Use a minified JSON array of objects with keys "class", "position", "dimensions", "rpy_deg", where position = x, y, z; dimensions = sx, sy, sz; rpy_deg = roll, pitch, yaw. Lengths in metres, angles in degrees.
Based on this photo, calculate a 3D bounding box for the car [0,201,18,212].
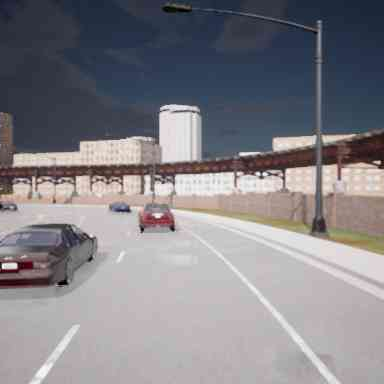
[{"class":"car","position":[-26.532,2.044,47.814],"dimensions":[2.128,1.511,4.902],"rpy_deg":[-1,0,-43]}]

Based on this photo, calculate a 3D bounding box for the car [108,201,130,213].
[{"class":"car","position":[-9.059,1.832,41.177],"dimensions":[1.994,1.385,4.181],"rpy_deg":[-1,0,-26]}]

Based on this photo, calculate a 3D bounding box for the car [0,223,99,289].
[{"class":"car","position":[-3.986,1.586,9.326],"dimensions":[2.033,1.411,5.357],"rpy_deg":[0,0,-6]}]

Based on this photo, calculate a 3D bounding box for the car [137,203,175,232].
[{"class":"car","position":[-2.404,1.460,21.398],"dimensions":[2.097,1.767,4.553],"rpy_deg":[0,0,-11]}]
